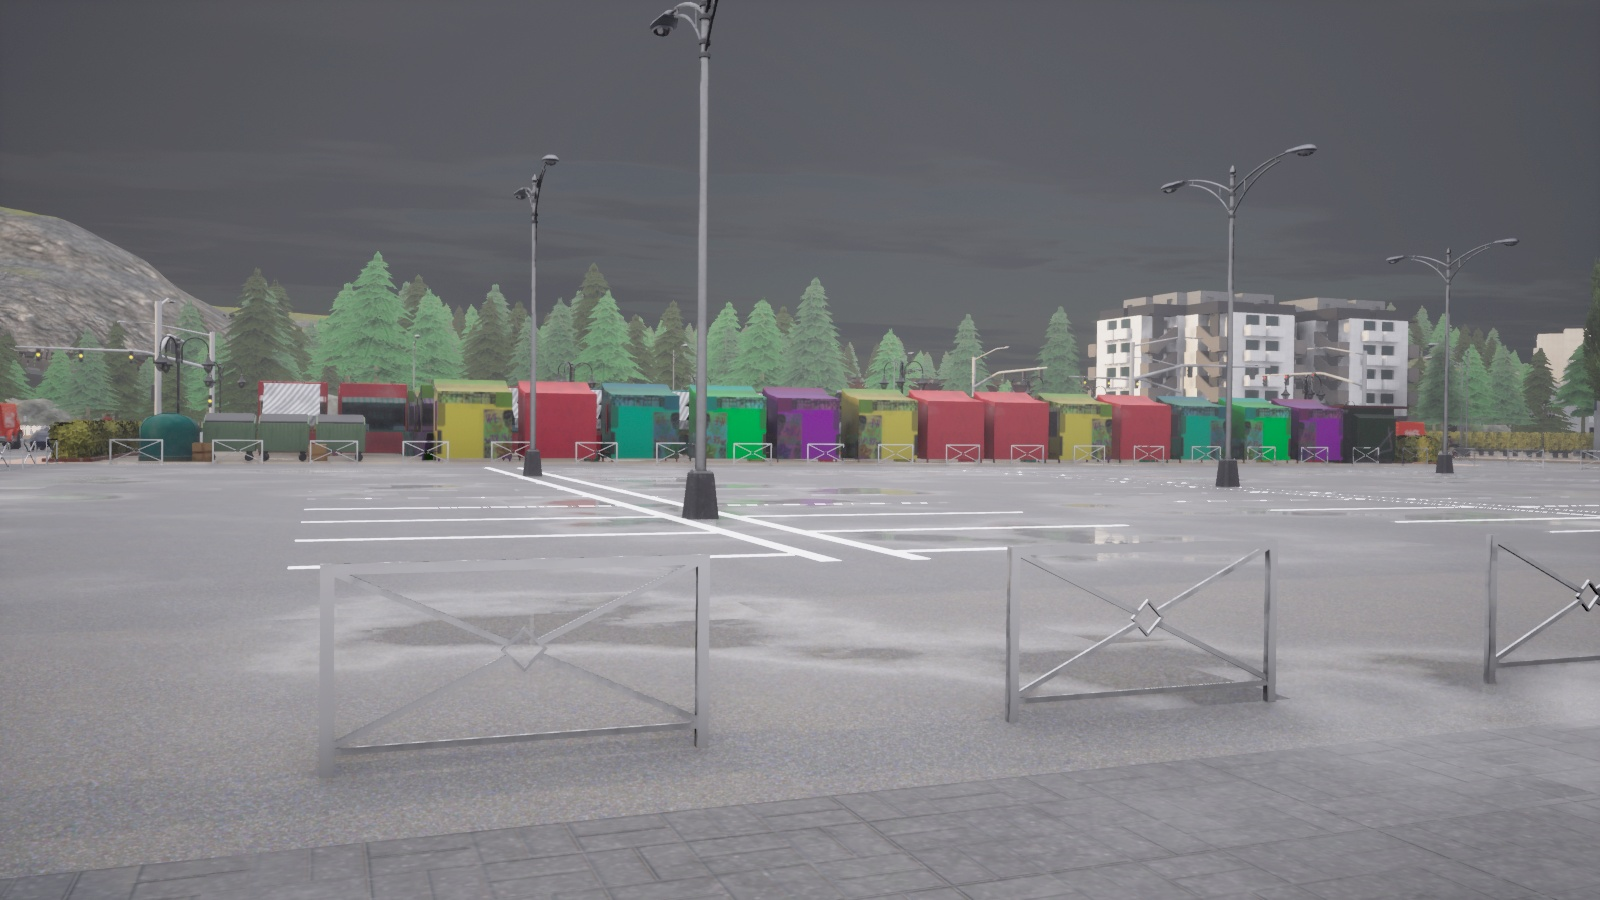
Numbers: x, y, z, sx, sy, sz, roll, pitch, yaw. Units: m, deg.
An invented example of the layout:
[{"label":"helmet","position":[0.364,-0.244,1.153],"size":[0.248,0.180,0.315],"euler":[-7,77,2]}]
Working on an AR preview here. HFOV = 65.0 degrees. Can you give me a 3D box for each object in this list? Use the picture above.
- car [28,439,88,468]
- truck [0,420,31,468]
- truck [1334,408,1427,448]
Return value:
[{"label":"car","position":[-38.713,0.177,65.590],"size":[1.994,1.385,4.181],"euler":[-1,0,-21]},{"label":"truck","position":[-42.826,-0.326,66.517],"size":[2.627,2.467,5.204],"euler":[-1,1,-21]},{"label":"truck","position":[37.689,-1.425,81.693],"size":[2.627,2.467,5.204],"euler":[-1,1,-19]}]
